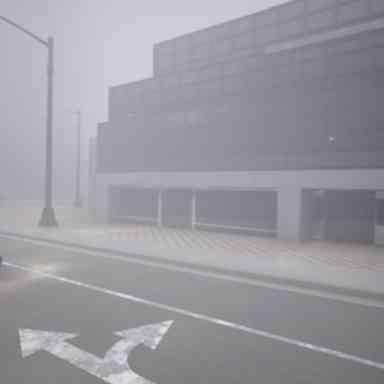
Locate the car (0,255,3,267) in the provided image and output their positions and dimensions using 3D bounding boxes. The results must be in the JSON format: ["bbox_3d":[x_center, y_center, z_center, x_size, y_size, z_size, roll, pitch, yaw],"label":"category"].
[{"bbox_3d":[-7.286,1.435,9.194,5.357,1.411,2.033,1,0,36],"label":"car"}]

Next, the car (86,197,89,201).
[{"bbox_3d":[-12.925,0.817,49.368,2.033,1.411,5.357,2,1,36],"label":"car"}]
